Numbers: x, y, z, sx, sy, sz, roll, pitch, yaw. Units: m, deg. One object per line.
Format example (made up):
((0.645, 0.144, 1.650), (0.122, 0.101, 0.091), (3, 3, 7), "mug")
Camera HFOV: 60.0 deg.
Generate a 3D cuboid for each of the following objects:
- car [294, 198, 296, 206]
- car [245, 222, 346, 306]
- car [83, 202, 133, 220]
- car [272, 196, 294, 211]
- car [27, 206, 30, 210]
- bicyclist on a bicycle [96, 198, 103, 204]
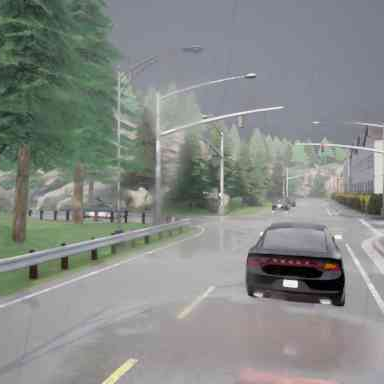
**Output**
((14.616, 1.352, 50.718), (2.097, 1.767, 4.553), (0, 0, 21), "car")
((2.621, 1.478, 8.224), (1.882, 1.535, 5.008), (0, 0, 21), "car")
((-7.099, 1.580, 27.985), (4.181, 1.385, 1.994), (0, 0, 20), "car")
((11.165, 1.491, 41.555), (2.128, 1.511, 4.902), (0, 0, 21), "car")
((-17.874, 1.367, 31.934), (4.553, 1.767, 2.097), (0, 0, 20), "car")
((-10.205, 1.417, 36.637), (0.582, 1.620, 1.656), (-2, 5, 20), "bicyclist on a bicycle")
